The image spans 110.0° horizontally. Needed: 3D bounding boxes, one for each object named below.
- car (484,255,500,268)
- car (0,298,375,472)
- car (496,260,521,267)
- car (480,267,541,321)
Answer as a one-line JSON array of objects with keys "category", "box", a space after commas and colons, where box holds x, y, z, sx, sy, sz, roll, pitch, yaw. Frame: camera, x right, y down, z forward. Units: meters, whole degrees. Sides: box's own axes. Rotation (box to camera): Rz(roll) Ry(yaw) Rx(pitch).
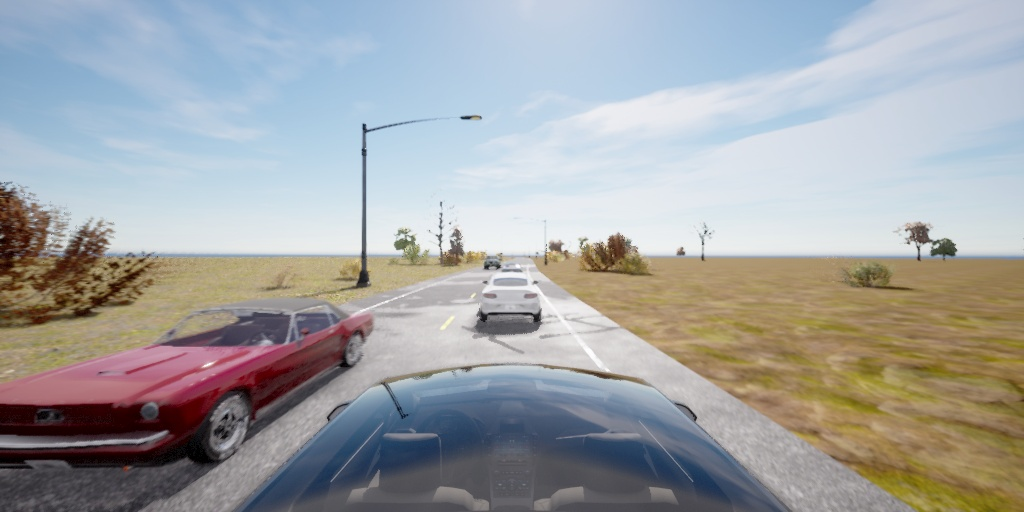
[{"category": "car", "box": [-2.906, 0.928, 54.072, 2.150, 2.045, 5.566, 0, 0, 3]}, {"category": "car", "box": [-3.688, 1.342, 5.037, 1.895, 1.301, 4.718, 0, 0, -1]}, {"category": "car", "box": [0.021, 1.285, 30.489, 2.033, 1.411, 5.357, 0, 0, 1]}, {"category": "car", "box": [-0.051, 1.271, 12.325, 1.812, 1.442, 4.674, 0, 0, 0]}]
